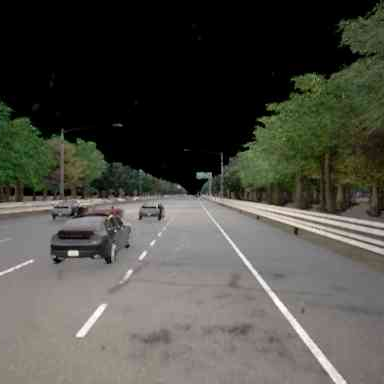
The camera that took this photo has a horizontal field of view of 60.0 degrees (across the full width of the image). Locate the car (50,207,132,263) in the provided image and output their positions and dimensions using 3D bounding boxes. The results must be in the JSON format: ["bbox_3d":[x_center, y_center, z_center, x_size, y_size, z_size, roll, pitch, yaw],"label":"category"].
[{"bbox_3d":[-3.391,1.513,11.932,1.837,1.490,4.892,0,0,0],"label":"car"}]

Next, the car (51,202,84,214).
[{"bbox_3d":[-10.357,1.575,28.587,2.128,1.511,4.902,0,0,0],"label":"car"}]

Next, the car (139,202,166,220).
[{"bbox_3d":[-3.356,1.575,28.556,2.128,1.511,4.902,0,0,0],"label":"car"}]

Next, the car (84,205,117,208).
[{"bbox_3d":[-6.862,1.674,26.998,1.895,1.301,4.718,0,0,0],"label":"car"}]
